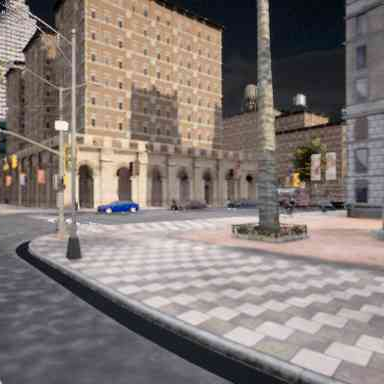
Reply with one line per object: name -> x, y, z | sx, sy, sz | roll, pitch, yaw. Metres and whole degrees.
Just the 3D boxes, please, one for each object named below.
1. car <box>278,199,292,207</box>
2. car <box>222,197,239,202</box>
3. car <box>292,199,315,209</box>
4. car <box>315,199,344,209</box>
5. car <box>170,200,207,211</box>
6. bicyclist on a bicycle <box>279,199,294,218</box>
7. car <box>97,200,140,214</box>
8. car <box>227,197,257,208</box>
car -> 15.668, 1.858, 58.071 | 4.718, 1.301, 1.895 | 0, 0, -39
car -> 10.819, 2.028, 92.757 | 1.895, 1.301, 4.718 | 0, 0, -39
car -> 17.680, 1.780, 50.484 | 4.181, 1.385, 1.994 | 0, 0, -39
car -> 20.110, 1.765, 47.949 | 4.181, 1.385, 1.994 | 0, 0, -39
car -> -0.349, 1.767, 45.169 | 5.357, 1.411, 2.033 | 0, 0, -39
bicyclist on a bicycle -> 8.216, 1.429, 28.984 | 0.582, 1.620, 1.656 | 0, -1, -39
car -> -8.528, 1.678, 38.597 | 5.008, 1.535, 1.882 | 0, 0, -39
car -> 7.873, 1.787, 51.781 | 5.357, 1.411, 2.033 | 0, 0, -39
